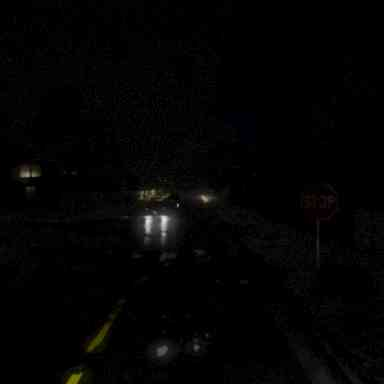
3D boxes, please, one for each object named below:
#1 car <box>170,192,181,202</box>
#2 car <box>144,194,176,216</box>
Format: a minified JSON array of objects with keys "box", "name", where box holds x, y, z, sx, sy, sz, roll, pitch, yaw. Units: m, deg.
[{"box":[-2.765,0.744,52.132,2.033,1.411,5.357,0,1,0],"name":"car"},{"box":[-2.766,1.156,27.891,2.033,1.411,5.357,0,1,0],"name":"car"}]
